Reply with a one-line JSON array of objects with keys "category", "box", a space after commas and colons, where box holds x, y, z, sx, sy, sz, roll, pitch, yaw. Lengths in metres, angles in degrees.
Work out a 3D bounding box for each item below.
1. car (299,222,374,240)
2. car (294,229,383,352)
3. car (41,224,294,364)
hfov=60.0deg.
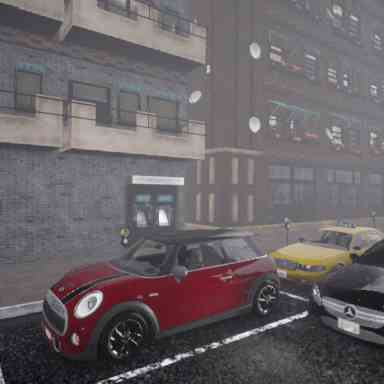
[{"category": "car", "box": [3.990, 1.527, 8.933, 4.829, 1.417, 1.752, 0, 1, -35]}, {"category": "car", "box": [3.983, 1.527, 5.788, 4.674, 1.442, 1.812, 0, 0, -35]}, {"category": "car", "box": [-0.388, 1.441, 5.808, 4.097, 1.590, 1.967, 0, 1, -35]}]
